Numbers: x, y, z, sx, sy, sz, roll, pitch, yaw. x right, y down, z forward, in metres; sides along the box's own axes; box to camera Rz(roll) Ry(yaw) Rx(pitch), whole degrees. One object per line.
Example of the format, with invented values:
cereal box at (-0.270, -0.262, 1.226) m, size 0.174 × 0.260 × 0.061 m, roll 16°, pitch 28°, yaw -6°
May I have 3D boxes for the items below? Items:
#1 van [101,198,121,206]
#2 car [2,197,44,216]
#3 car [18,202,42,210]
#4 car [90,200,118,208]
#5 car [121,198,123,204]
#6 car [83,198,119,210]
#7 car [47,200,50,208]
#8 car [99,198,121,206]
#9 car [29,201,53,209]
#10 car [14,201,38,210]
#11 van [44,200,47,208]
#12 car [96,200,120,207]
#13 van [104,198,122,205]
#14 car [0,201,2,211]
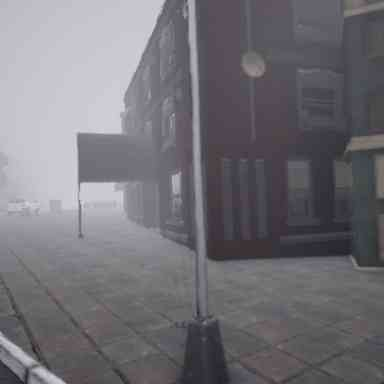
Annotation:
van at (-20.769, 2.469, 85.157) m, size 4.442 × 1.987 × 1.878 m, roll -1°, pitch -1°, yaw -30°
car at (-19.416, 1.622, 38.526) m, size 2.150 × 2.045 × 5.566 m, roll -2°, pitch 0°, yaw -8°
car at (-37.176, 3.135, 76.275) m, size 4.792 × 1.488 × 2.163 m, roll -2°, pitch -1°, yaw -30°
car at (-16.508, 2.243, 62.119) m, size 4.674 × 1.452 × 2.002 m, roll -1°, pitch -1°, yaw -30°
car at (-18.059, 2.386, 70.779) m, size 4.892 × 1.521 × 2.231 m, roll -1°, pitch -1°, yaw -30°
car at (-14.957, 2.022, 53.463) m, size 4.892 × 1.521 × 2.231 m, roll -1°, pitch -1°, yaw -30°
car at (-38.187, 3.231, 82.087) m, size 4.892 × 1.521 × 2.231 m, roll -2°, pitch -1°, yaw -30°
car at (-19.601, 2.443, 79.457) m, size 4.553 × 1.767 × 2.185 m, roll -1°, pitch -1°, yaw -30°
car at (-38.557, 3.287, 85.078) m, size 5.366 × 1.575 × 1.946 m, roll -2°, pitch -1°, yaw -30°
car at (-36.612, 2.916, 73.411) m, size 4.553 × 1.767 × 2.185 m, roll -2°, pitch -1°, yaw -30°
van at (-37.780, 2.946, 79.128) m, size 4.442 × 1.987 × 1.878 m, roll -2°, pitch -1°, yaw -30°
car at (-18.613, 2.476, 73.651) m, size 4.792 × 1.488 × 2.163 m, roll -1°, pitch -1°, yaw -30°
van at (-21.611, 2.599, 91.055) m, size 4.442 × 1.987 × 1.878 m, roll -1°, pitch -2°, yaw -30°
car at (-35.057, 2.608, 64.724) m, size 5.566 × 2.045 × 2.435 m, roll -2°, pitch -1°, yaw -30°
